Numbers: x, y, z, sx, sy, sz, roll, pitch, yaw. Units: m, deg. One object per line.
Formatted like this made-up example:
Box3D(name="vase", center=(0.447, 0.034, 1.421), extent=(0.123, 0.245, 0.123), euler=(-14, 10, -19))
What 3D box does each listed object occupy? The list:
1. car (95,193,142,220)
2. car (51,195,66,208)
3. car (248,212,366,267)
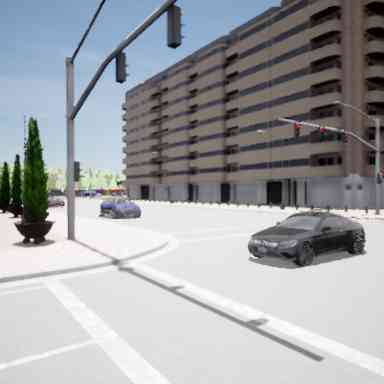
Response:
Box3D(name="car", center=(-5.856, 1.204, 26.974), extent=(2.097, 1.767, 4.553), euler=(-1, 0, -35))
Box3D(name="car", center=(-18.619, 1.415, 45.138), extent=(1.994, 1.385, 4.181), euler=(-1, 0, -35))
Box3D(name="car", center=(3.929, 1.400, 10.962), extent=(4.674, 1.442, 1.812), euler=(0, 0, -35))
